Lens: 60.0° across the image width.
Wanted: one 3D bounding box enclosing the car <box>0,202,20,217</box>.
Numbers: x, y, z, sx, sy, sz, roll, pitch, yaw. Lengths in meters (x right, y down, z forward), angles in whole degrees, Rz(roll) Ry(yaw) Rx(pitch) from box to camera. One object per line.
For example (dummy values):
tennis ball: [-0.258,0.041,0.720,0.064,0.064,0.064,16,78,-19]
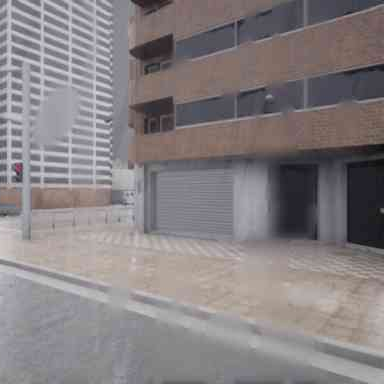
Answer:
car: [-17.227,1.546,28.790,1.994,1.385,4.181,0,0,36]
